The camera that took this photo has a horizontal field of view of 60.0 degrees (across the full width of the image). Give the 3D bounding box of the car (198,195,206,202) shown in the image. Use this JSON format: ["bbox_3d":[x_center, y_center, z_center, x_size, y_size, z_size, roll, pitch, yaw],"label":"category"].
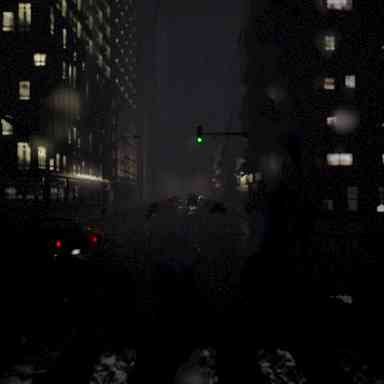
[{"bbox_3d":[2.654,1.734,88.659,1.967,1.590,4.097,0,0,0],"label":"car"}]

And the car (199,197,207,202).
[{"bbox_3d":[2.656,1.854,83.010,1.802,1.307,4.206,0,0,0],"label":"car"}]

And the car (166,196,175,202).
[{"bbox_3d":[-5.727,1.839,88.655,1.887,1.381,4.507,0,0,0],"label":"car"}]

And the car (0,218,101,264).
[{"bbox_3d":[-5.422,1.561,11.773,4.718,1.301,1.895,1,-1,37],"label":"car"}]

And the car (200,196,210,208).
[{"bbox_3d":[2.670,1.702,49.119,2.008,1.369,4.403,0,0,0],"label":"car"}]

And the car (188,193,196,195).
[{"bbox_3d":[-0.028,1.321,68.833,2.150,2.045,5.566,0,0,0],"label":"car"}]

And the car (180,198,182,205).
[{"bbox_3d":[-3.027,1.561,62.998,2.097,1.767,4.553,0,0,0],"label":"car"}]

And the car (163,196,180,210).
[{"bbox_3d":[-3.105,1.619,46.166,1.882,1.535,5.008,0,0,0],"label":"car"}]

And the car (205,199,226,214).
[{"bbox_3d":[2.726,1.690,36.202,1.802,1.307,4.206,0,0,0],"label":"car"}]

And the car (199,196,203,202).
[{"bbox_3d":[2.669,1.721,54.767,2.008,1.369,4.403,0,0,0],"label":"car"}]

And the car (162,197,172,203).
[{"bbox_3d":[-5.722,1.802,77.357,2.008,1.369,4.403,0,0,0],"label":"car"}]

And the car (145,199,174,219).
[{"bbox_3d":[-3.113,1.638,30.753,2.033,1.411,5.357,0,0,0],"label":"car"}]

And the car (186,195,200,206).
[{"bbox_3d":[-0.024,1.688,58.384,1.837,1.490,4.892,0,0,0],"label":"car"}]
